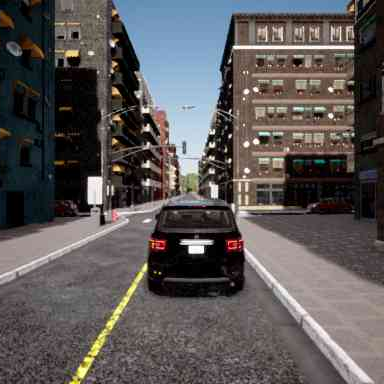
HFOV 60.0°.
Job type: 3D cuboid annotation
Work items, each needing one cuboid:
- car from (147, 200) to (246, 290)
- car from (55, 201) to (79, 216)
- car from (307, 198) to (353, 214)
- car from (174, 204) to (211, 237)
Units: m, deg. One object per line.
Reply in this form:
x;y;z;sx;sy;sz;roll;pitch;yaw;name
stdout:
0.092;1.223;9.197;2.150;2.045;5.566;0;0;0;car
-13.556;1.579;33.075;4.097;1.590;1.967;-1;0;0;car
13.549;1.320;33.005;4.097;1.590;1.967;-1;0;0;car
-0.009;1.509;19.020;1.837;1.490;4.892;0;0;-1;car
